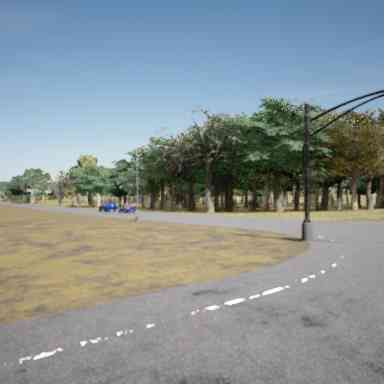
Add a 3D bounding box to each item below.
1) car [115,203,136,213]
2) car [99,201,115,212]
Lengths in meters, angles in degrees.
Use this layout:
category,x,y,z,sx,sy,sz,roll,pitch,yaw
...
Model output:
category,x,y,z,sx,sy,sz,roll,pitch,yaw
car,-11.200,2.932,57.600,1.812,1.442,4.674,0,-1,-33
car,-16.694,2.911,66.009,2.150,2.045,5.566,0,-1,-33
